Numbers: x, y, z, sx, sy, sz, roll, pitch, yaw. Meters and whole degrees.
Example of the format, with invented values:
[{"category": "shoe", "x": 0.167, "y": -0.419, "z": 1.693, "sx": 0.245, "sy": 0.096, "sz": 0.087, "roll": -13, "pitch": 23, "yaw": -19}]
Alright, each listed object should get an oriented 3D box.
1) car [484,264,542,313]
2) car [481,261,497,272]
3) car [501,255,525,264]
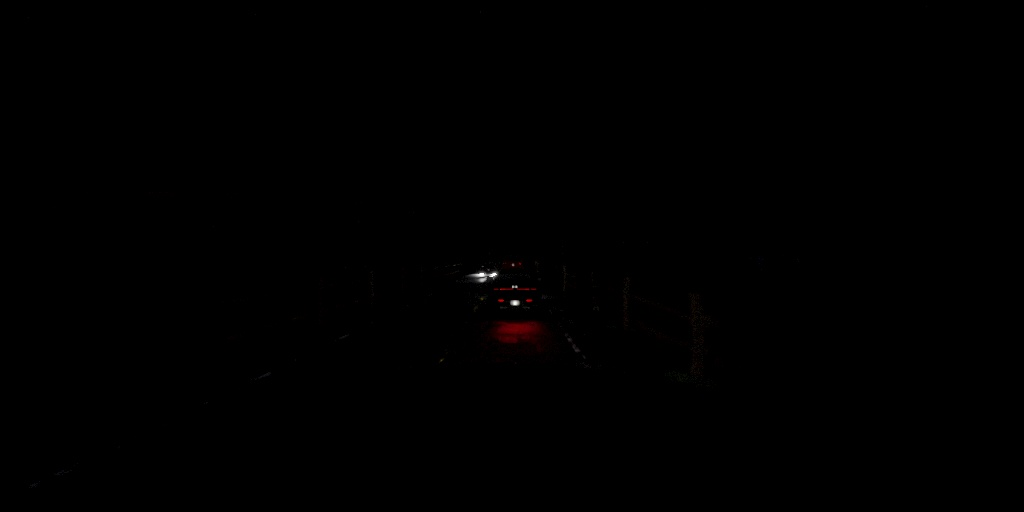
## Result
[{"category": "car", "x": 0.100, "y": 1.232, "z": 13.839, "sx": 1.837, "sy": 1.490, "sz": 4.892, "roll": 0, "pitch": 0, "yaw": 0}, {"category": "car", "x": -2.743, "y": 1.306, "z": 44.009, "sx": 1.895, "sy": 1.301, "sz": 4.718, "roll": 0, "pitch": 0, "yaw": 0}, {"category": "car", "x": 0.105, "y": 0.914, "z": 36.481, "sx": 2.150, "sy": 2.045, "sz": 5.566, "roll": 0, "pitch": 0, "yaw": 0}]
